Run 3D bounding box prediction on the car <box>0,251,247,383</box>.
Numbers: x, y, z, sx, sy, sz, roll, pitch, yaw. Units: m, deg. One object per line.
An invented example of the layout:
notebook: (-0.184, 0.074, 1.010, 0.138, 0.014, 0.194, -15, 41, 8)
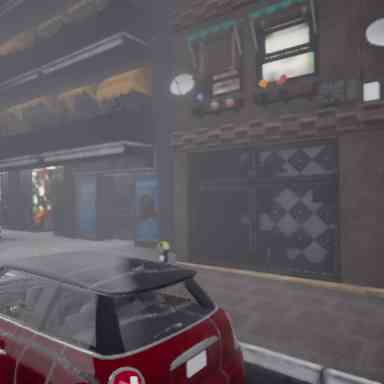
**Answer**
car: (-1.540, 1.421, 3.858, 4.097, 1.590, 1.967, 0, -1, 36)
